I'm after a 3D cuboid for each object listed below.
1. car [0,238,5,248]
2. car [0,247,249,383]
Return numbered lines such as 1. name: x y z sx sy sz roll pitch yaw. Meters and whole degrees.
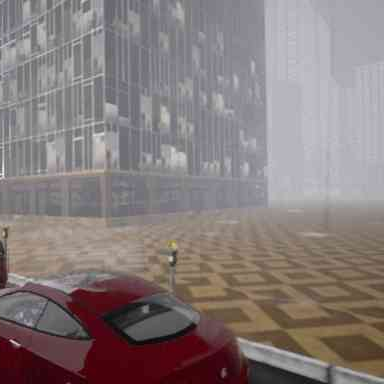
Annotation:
1. car: -5.882 1.315 7.090 5.009 1.841 2.192 0 -1 36
2. car: -1.401 1.582 3.888 4.206 1.307 1.802 0 -1 36
